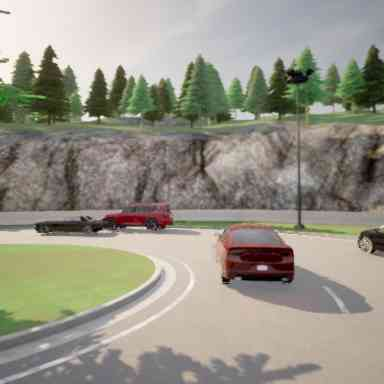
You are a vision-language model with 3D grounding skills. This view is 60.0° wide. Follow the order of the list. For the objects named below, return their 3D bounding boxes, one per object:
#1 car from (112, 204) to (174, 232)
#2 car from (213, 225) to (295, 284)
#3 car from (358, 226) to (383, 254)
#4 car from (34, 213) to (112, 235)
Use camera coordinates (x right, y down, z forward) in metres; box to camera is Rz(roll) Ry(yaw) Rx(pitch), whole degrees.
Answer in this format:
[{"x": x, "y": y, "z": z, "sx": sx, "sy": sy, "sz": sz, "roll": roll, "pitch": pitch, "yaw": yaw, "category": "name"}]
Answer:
[{"x": -4.205, "y": 1.962, "z": 26.030, "sx": 5.566, "sy": 2.045, "sz": 2.150, "roll": -1, "pitch": -2, "yaw": 14, "category": "car"}, {"x": 1.769, "y": 1.771, "z": 10.582, "sx": 1.882, "sy": 1.535, "sz": 5.008, "roll": 1, "pitch": -2, "yaw": 1, "category": "car"}, {"x": 8.376, "y": 1.818, "z": 12.623, "sx": 2.128, "sy": 1.511, "sz": 4.902, "roll": 0, "pitch": -2, "yaw": -8, "category": "car"}, {"x": -8.326, "y": 2.275, "z": 23.077, "sx": 4.718, "sy": 1.301, "sz": 1.895, "roll": 0, "pitch": -2, "yaw": 1, "category": "car"}]
